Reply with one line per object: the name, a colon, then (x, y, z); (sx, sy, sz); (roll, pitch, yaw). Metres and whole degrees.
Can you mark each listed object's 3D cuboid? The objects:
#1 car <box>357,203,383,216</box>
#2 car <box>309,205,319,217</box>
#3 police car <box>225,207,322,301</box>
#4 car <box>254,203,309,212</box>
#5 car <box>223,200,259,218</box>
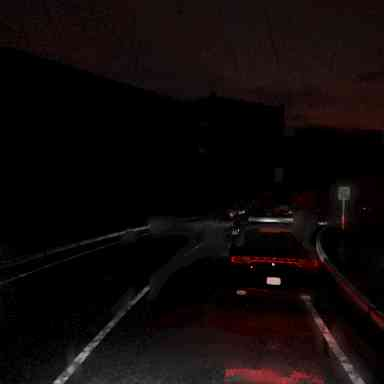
car: (21.838, 2.012, 39.416); (5.357, 1.411, 2.033); (2, 3, -33)
car: (7.371, 1.587, 22.626); (1.837, 1.490, 4.892); (3, 1, 30)
police car: (2.022, 1.431, 8.617); (1.930, 1.638, 5.238); (1, 0, 12)
car: (4.914, 1.495, 17.710); (1.801, 1.575, 5.366); (2, 0, 23)
car: (4.127, 1.403, 25.851); (2.128, 1.511, 4.902); (3, 1, 32)
